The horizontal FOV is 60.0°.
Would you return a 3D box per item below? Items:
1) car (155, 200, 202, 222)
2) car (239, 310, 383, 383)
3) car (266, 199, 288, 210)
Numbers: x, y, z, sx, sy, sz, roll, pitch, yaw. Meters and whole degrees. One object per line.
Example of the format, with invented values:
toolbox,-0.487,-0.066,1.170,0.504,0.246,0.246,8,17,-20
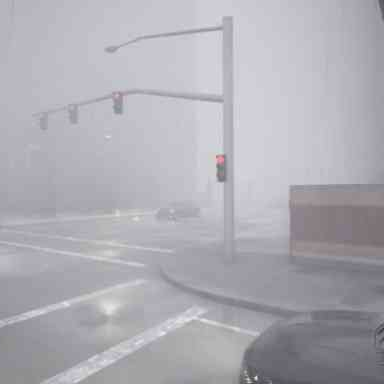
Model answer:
car,-1.116,1.528,28.491,2.097,1.767,4.553,0,0,36
car,2.646,1.498,2.099,4.892,1.490,1.837,0,0,35
car,12.028,1.701,46.696,1.812,1.442,4.674,-1,-1,36
